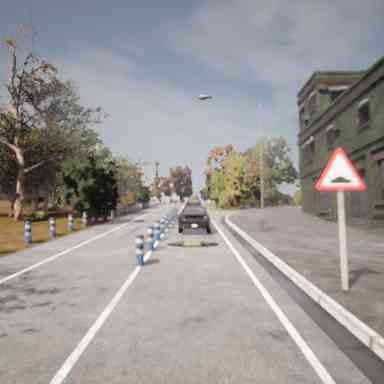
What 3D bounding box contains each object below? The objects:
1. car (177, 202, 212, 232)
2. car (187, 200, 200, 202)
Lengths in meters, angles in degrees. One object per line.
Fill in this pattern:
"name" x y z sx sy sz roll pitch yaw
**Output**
"car" 0.148 1.585 20.511 1.837 1.490 4.892 0 0 0
"car" 0.164 1.614 38.811 1.882 1.535 5.008 0 -1 0
